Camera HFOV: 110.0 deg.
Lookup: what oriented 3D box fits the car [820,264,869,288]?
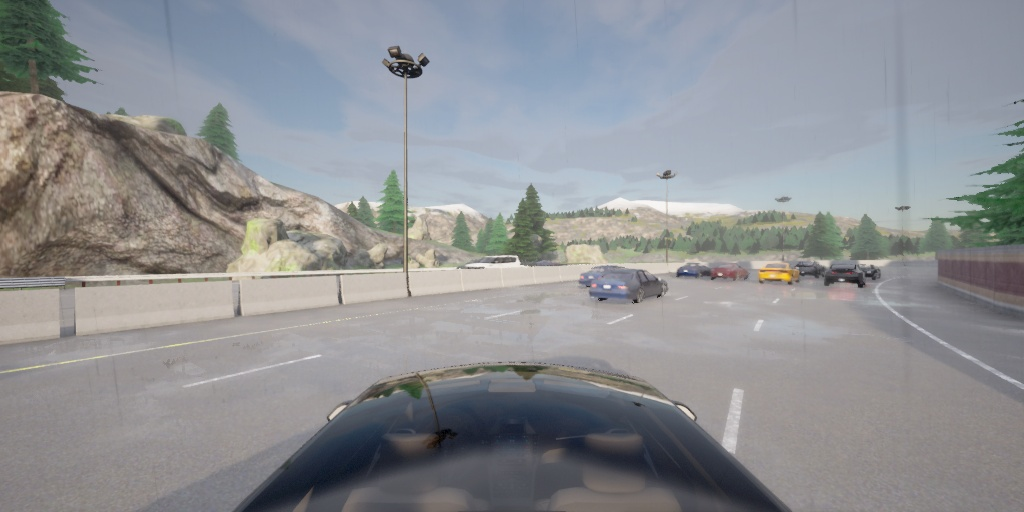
[{"bbox_3d":[22.454,1.255,24.155,4.892,1.490,1.837,0,0,-43],"label":"car"}]

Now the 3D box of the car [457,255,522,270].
[{"bbox_3d":[-1.509,0.971,30.012,2.150,2.045,5.566,0,0,42],"label":"car"}]

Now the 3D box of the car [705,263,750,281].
[{"bbox_3d":[17.961,1.276,29.556,4.674,1.442,1.812,0,0,-43],"label":"car"}]

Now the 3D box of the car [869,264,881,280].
[{"bbox_3d":[30.379,1.351,31.004,4.718,1.301,1.895,0,0,-39],"label":"car"}]

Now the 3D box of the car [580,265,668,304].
[{"bbox_3d":[5.463,1.297,16.426,2.033,1.411,5.357,0,0,40],"label":"car"}]

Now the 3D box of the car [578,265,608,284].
[{"bbox_3d":[6.240,1.297,22.672,2.033,1.411,5.357,0,0,42],"label":"car"}]

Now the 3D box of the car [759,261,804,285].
[{"bbox_3d":[19.697,1.228,26.361,5.008,1.535,1.882,0,0,-44],"label":"car"}]

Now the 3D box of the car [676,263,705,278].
[{"bbox_3d":[17.061,1.313,33.454,4.181,1.385,1.994,0,0,-42],"label":"car"}]

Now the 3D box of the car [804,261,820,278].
[{"bbox_3d":[27.621,1.241,33.254,4.902,1.511,2.128,0,0,-39],"label":"car"}]

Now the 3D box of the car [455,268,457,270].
[{"bbox_3d":[-3.196,1.102,33.294,2.097,1.767,4.553,0,0,43],"label":"car"}]

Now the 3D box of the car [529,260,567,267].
[{"bbox_3d":[4.925,1.351,46.342,4.718,1.301,1.895,0,0,-42],"label":"car"}]
